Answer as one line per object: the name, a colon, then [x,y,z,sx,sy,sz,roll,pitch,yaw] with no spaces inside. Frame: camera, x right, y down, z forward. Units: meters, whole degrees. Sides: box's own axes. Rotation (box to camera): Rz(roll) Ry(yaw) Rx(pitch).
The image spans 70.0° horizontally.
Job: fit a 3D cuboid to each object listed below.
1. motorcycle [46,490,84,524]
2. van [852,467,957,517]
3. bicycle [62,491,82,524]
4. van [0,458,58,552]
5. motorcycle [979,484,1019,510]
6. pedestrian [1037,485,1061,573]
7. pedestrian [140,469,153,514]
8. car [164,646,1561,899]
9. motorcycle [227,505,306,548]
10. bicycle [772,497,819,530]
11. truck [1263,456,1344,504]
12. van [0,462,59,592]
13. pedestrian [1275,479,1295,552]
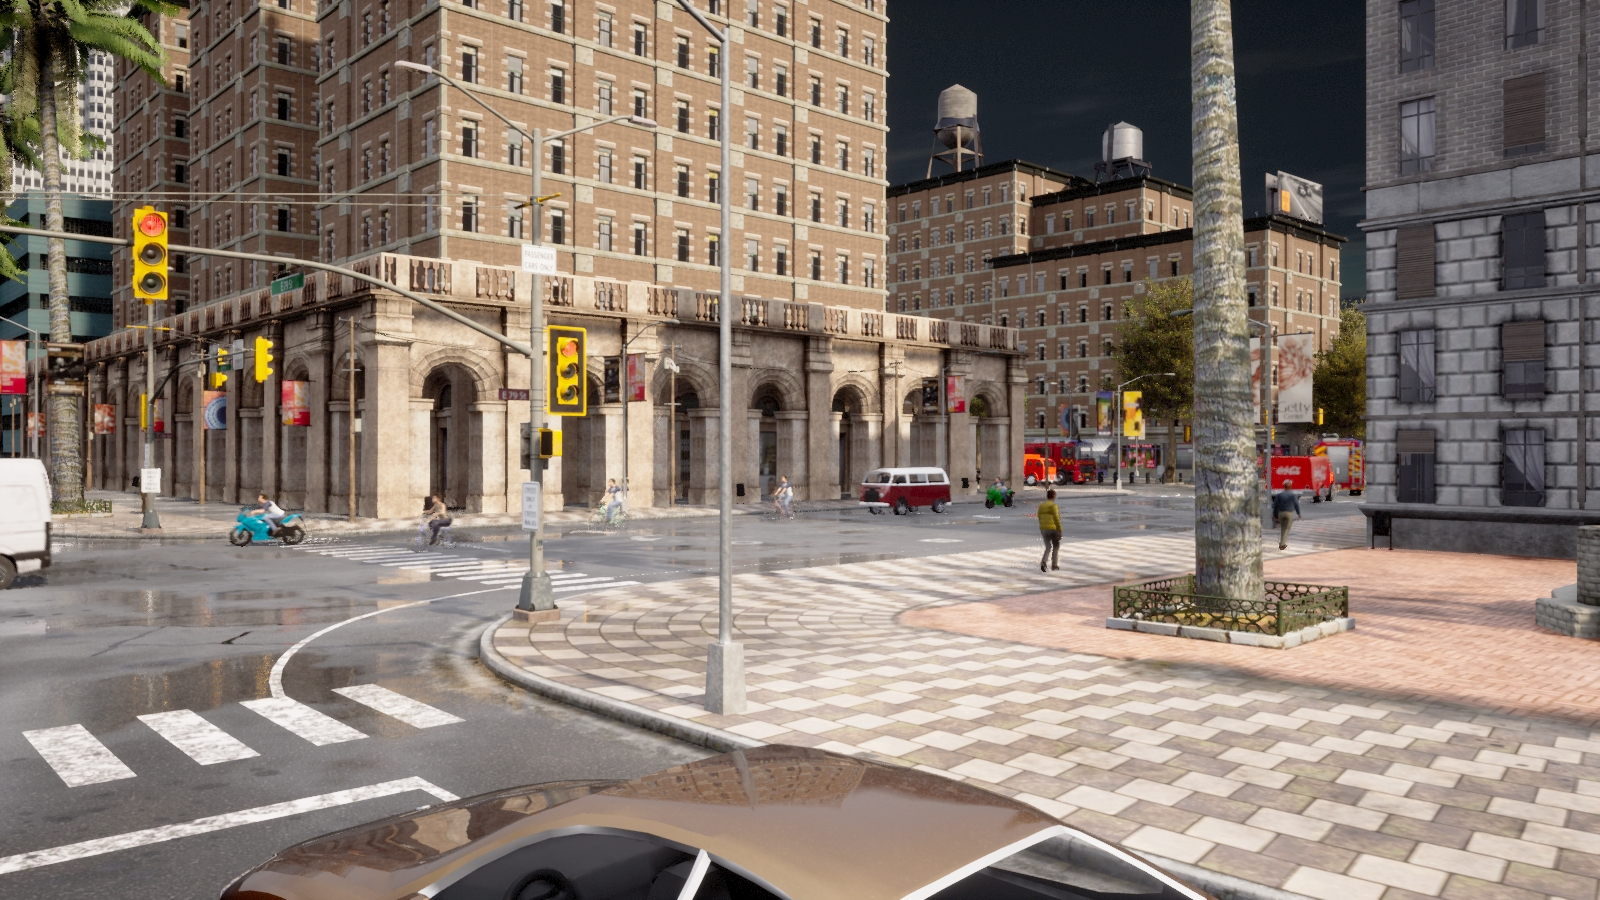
motorcycle: [-28.682,2.205,44.576,0.867,1.251,2.209,0,0,-42]
van: [4.606,1.786,49.789,4.480,2.038,2.069,1,0,-43]
bicycle: [-28.285,2.206,44.372,0.373,1.196,1.643,0,0,-42]
van: [-24.837,1.534,33.083,5.915,2.561,1.988,0,1,12]
motorcycle: [9.448,2.213,54.199,2.033,1.145,0.803,0,0,-43]
pedestrian: [5.353,1.696,24.571,0.375,1.860,0.375,0,0,43]
pedestrian: [-26.832,1.697,46.923,0.375,1.860,0.375,0,0,41]
car: [-0.308,1.992,4.309,5.027,1.651,2.152,0,0,42]
motorcycle: [-15.469,2.213,33.175,2.033,1.145,0.803,0,-1,-23]
bicycle: [-0.160,2.256,40.764,1.487,1.080,0.859,0,1,-45]
truck: [27.305,1.568,61.864,2.627,2.467,5.204,0,0,41]
van: [-17.508,1.534,21.455,1.988,2.561,5.915,0,0,24]
pedestrian: [12.641,1.696,29.787,0.375,1.860,0.375,0,0,40]
